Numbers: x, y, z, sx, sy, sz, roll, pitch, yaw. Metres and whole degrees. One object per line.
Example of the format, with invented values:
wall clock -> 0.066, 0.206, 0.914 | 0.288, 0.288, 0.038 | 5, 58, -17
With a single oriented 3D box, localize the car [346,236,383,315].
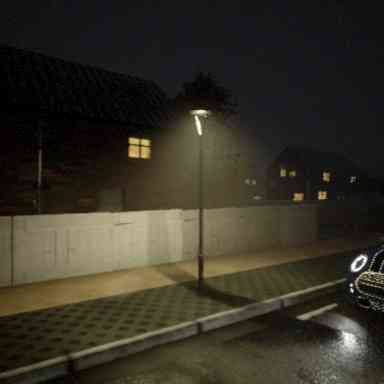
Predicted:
car -> 5.143, 1.353, 6.741 | 4.553, 1.767, 2.097 | 0, 0, -36
